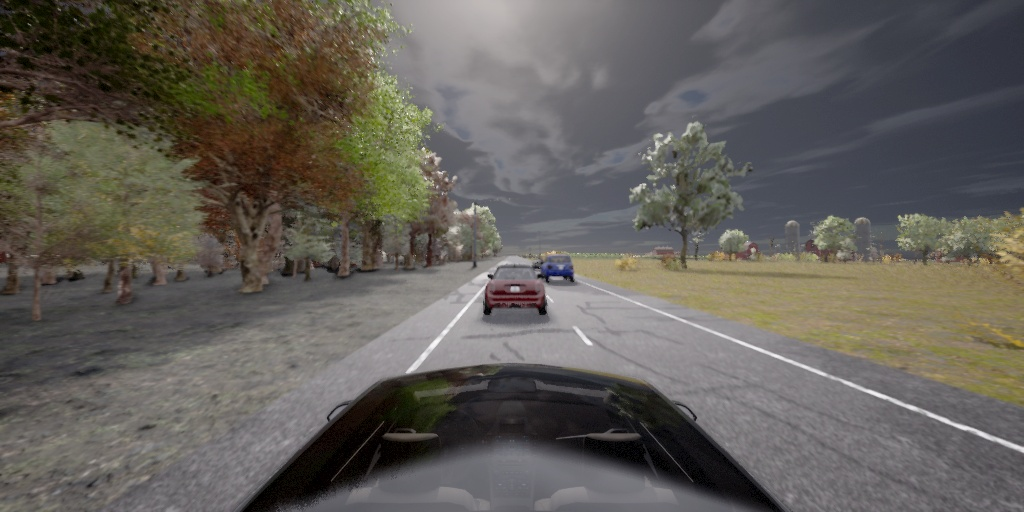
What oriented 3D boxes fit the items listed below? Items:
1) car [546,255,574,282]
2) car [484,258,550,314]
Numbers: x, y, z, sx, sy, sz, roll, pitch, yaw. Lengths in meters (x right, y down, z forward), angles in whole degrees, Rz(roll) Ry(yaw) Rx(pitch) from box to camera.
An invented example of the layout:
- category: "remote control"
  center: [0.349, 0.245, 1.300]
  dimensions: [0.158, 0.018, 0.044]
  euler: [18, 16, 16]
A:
- category: "car"
  center: [3.536, 0.935, 28.461]
  dimensions: [2.150, 2.045, 5.566]
  euler: [0, 0, 1]
- category: "car"
  center: [0.101, 1.086, 13.757]
  dimensions: [2.097, 1.767, 4.553]
  euler: [0, 0, 0]
